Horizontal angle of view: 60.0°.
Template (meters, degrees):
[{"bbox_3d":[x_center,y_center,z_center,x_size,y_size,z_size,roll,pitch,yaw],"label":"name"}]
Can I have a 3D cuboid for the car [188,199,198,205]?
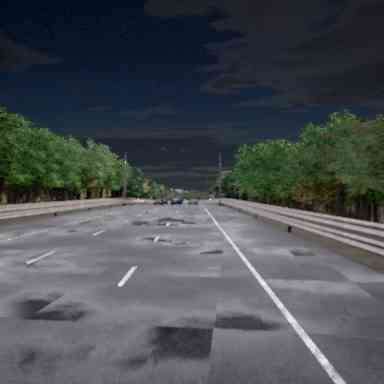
[{"bbox_3d":[0.181,2.118,69.889,1.994,1.385,4.181,0,-2,0],"label":"car"}]

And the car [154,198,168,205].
[{"bbox_3d":[-6.820,2.083,69.531,2.033,1.411,5.357,0,-2,0],"label":"car"}]

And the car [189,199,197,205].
[{"bbox_3d":[0.208,2.342,79.935,1.994,1.385,4.181,0,-2,0],"label":"car"}]

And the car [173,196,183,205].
[{"bbox_3d":[-3.292,2.010,79.985,2.150,2.045,5.566,0,-2,0],"label":"car"}]

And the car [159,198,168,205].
[{"bbox_3d":[-6.792,2.278,79.955,1.837,1.490,4.892,0,-2,0],"label":"car"}]

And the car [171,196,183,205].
[{"bbox_3d":[-3.319,2.027,69.524,1.882,1.535,5.008,0,-2,0],"label":"car"}]
